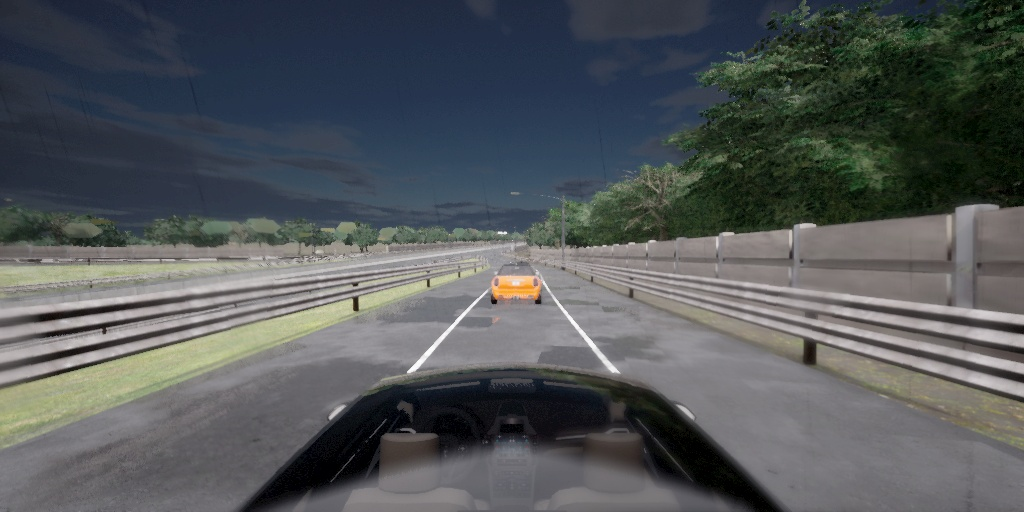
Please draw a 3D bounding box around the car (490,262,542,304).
[{"bbox_3d":[0.223,1.106,16.376,2.097,1.767,4.553,0,0,2],"label":"car"}]
